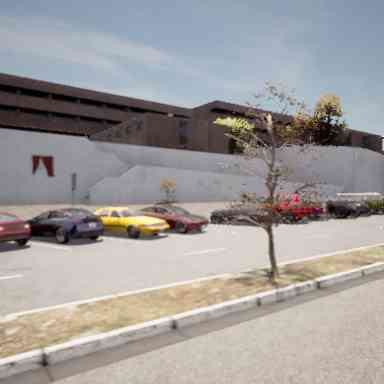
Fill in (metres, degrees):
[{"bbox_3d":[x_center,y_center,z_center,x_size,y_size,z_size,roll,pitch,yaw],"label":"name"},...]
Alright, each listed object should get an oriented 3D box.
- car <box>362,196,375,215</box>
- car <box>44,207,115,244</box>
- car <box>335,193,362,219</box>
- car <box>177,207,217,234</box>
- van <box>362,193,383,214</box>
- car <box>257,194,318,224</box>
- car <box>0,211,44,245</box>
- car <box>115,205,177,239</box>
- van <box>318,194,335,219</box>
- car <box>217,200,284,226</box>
[{"bbox_3d":[13.217,1.365,29.695,4.892,1.521,2.231,-1,0,35],"label":"car"},{"bbox_3d":[-6.260,1.530,15.862,4.792,1.488,2.163,-1,-1,35],"label":"car"},{"bbox_3d":[10.806,1.137,27.959,5.566,2.045,2.435,-1,-1,35],"label":"car"},{"bbox_3d":[-1.345,1.516,19.297,4.792,1.488,2.163,-1,-1,35],"label":"car"},{"bbox_3d":[15.541,1.115,31.495,4.442,1.987,1.878,-1,0,35],"label":"van"},{"bbox_3d":[5.893,1.187,24.522,5.566,2.045,2.435,-1,0,35],"label":"car"},{"bbox_3d":[-8.663,1.535,14.112,4.674,1.452,2.002,-1,-1,35],"label":"car"},{"bbox_3d":[-3.645,1.489,17.481,5.366,1.575,1.946,-1,-1,35],"label":"car"},{"bbox_3d":[8.450,1.186,26.178,4.442,1.987,1.878,-1,-1,35],"label":"van"},{"bbox_3d":[3.494,1.497,22.772,4.674,1.452,2.002,-1,0,35],"label":"car"}]
